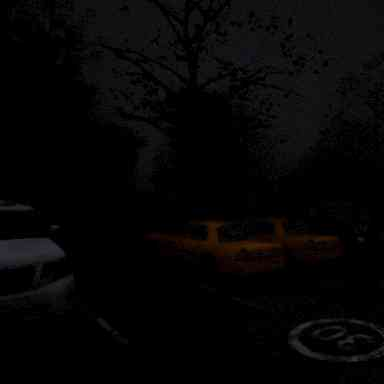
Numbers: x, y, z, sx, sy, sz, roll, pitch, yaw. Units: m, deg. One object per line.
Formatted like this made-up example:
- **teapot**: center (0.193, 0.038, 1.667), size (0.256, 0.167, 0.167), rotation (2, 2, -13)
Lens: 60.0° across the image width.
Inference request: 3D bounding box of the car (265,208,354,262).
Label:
- **car**: center (2.542, 1.542, 11.841), size (1.946, 1.575, 5.366), rotation (1, -1, -35)

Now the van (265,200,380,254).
- **van**: center (4.997, 1.355, 13.215), size (1.878, 1.987, 4.442), rotation (1, -1, -35)

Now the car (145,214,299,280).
- **car**: center (0.373, 1.514, 10.301), size (1.946, 1.575, 5.366), rotation (1, 0, -35)

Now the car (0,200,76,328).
- **car**: center (-4.163, 1.228, 6.817), size (2.435, 2.045, 5.566), rotation (0, 0, -36)

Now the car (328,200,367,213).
- **car**: center (23.084, 2.127, 49.457), size (1.882, 1.535, 5.008), rotation (-1, 2, -35)

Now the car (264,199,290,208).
- **car**: center (15.499, 2.042, 60.830), size (1.895, 1.301, 4.718), rotation (-1, 2, -28)
